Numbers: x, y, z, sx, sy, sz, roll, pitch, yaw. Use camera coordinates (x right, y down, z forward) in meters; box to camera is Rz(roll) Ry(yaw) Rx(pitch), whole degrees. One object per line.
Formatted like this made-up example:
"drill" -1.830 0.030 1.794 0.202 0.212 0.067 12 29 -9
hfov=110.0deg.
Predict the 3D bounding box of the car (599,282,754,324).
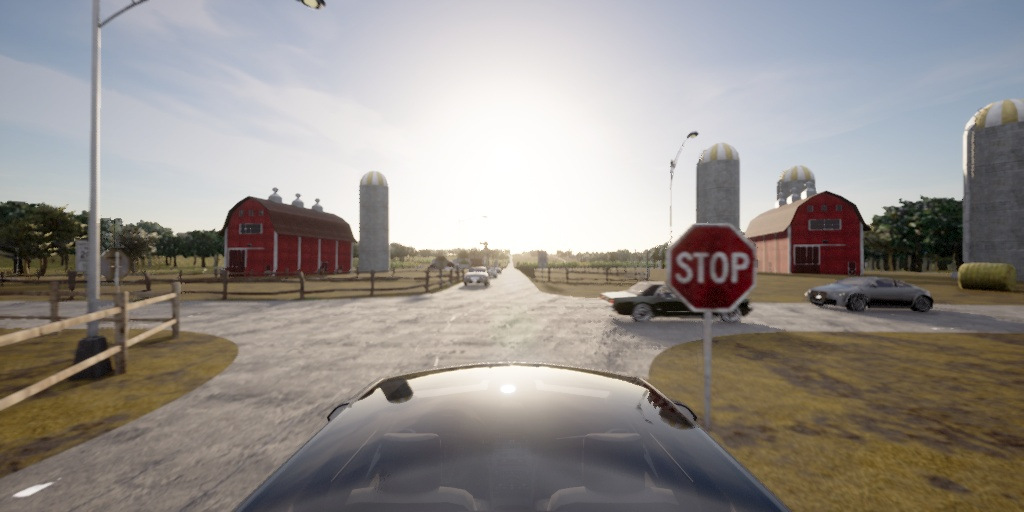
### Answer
"car" 5.615 1.561 12.544 4.718 1.301 1.895 0 0 0

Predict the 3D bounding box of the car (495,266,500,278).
"car" -2.857 2.045 44.510 1.895 1.301 4.718 0 -1 0

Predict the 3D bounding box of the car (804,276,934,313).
"car" 15.136 1.585 15.355 4.181 1.385 1.994 1 0 0

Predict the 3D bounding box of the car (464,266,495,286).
"car" -2.858 1.681 29.942 2.128 1.511 4.902 0 -1 0
